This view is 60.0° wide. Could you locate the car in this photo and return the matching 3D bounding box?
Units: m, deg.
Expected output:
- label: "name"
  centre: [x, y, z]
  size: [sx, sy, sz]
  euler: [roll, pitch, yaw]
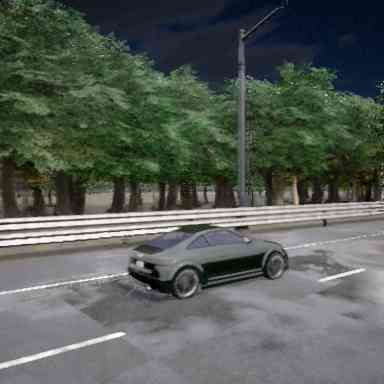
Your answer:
- label: "car"
  centre: [0.500, 1.532, 8.394]
  size: [4.181, 1.385, 1.994]
  euler: [0, 0, -35]
